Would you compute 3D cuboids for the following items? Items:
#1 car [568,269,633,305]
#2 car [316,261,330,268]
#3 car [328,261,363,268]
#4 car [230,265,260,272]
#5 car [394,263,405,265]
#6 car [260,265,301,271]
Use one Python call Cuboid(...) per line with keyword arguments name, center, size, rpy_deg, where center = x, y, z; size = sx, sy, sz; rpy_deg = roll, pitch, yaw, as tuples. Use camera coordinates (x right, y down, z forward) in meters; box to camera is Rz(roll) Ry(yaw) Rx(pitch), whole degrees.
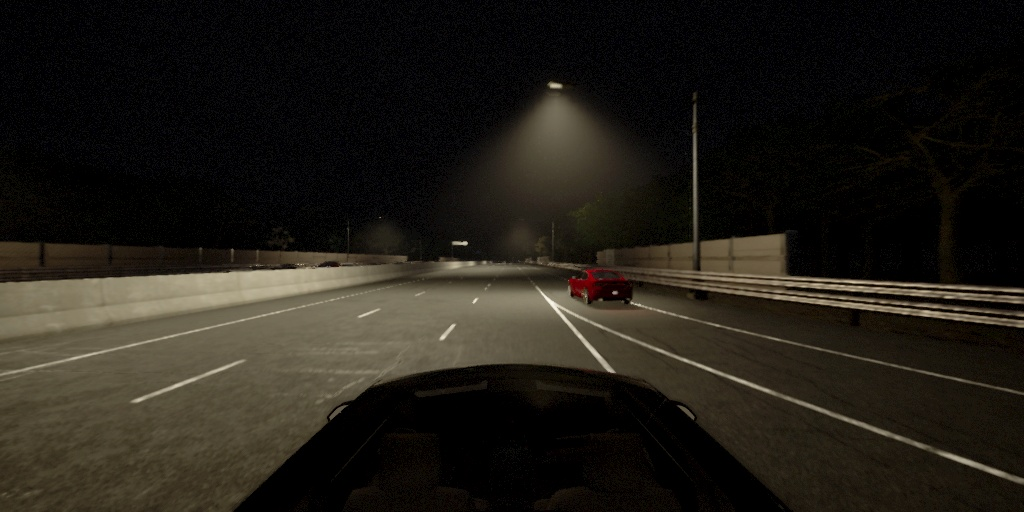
Cuboid(name="car", center=(4.026, 1.364, 17.054), size=(1.882, 1.535, 5.008), rpy_deg=(0, 0, -4))
Cuboid(name="car", center=(-28.081, 1.578, 55.157), size=(2.097, 1.767, 4.553), rpy_deg=(0, -1, 0))
Cuboid(name="car", center=(-17.580, 1.606, 38.817), size=(1.812, 1.442, 4.674), rpy_deg=(0, -1, 0))
Cuboid(name="car", center=(-28.070, 1.682, 38.974), size=(1.895, 1.301, 4.718), rpy_deg=(0, -1, 0))
Cuboid(name="car", center=(-17.586, 1.761, 56.151), size=(1.812, 1.442, 4.674), rpy_deg=(0, -1, 0))
Cuboid(name="car", center=(-24.573, 1.645, 38.845), size=(1.994, 1.385, 4.181), rpy_deg=(0, -1, 0))
